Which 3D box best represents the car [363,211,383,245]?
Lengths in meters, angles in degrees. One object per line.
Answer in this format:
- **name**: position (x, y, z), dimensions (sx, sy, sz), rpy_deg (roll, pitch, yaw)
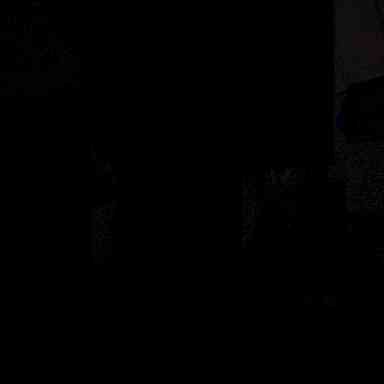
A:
- **car**: position (8.189, 1.506, 12.748), dimensions (1.837, 1.490, 4.892), rpy_deg (3, 0, 9)
